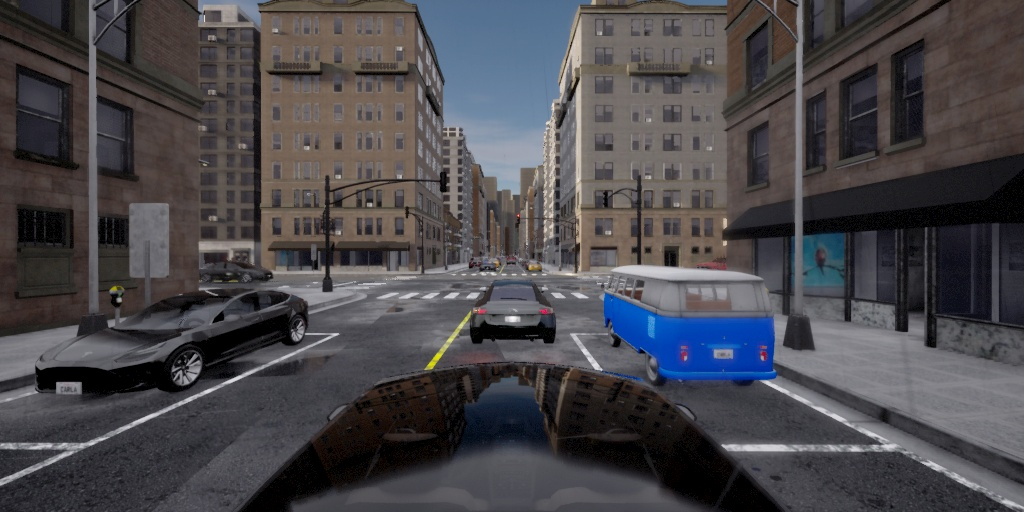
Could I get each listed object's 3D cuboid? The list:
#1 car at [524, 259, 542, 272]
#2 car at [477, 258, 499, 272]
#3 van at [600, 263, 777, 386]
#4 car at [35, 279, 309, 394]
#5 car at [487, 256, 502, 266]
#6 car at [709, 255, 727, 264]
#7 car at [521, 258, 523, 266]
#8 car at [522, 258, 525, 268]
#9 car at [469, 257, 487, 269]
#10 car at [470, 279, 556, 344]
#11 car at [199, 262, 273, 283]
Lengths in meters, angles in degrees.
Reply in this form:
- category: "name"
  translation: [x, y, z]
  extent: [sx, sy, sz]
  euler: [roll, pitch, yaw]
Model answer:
- category: "car"
  translation: [2.920, 1.266, 46.072]
  extent: [1.751, 1.417, 4.829]
  euler: [0, 0, 0]
- category: "car"
  translation: [-3.036, 1.305, 45.866]
  extent: [1.994, 1.385, 4.181]
  euler: [0, 0, -1]
- category: "van"
  translation: [2.883, 1.090, 6.712]
  extent: [1.690, 1.789, 3.998]
  euler: [0, 0, 0]
- category: "car"
  translation: [-5.642, 1.315, 6.756]
  extent: [1.948, 1.339, 4.313]
  euler: [0, 0, 0]
- category: "car"
  translation: [-3.118, 1.212, 58.769]
  extent: [1.882, 1.535, 5.008]
  euler: [0, 0, 0]
- category: "car"
  translation: [18.162, 0.961, 30.043]
  extent: [5.566, 2.045, 2.150]
  euler: [0, 0, 0]
- category: "car"
  translation: [2.838, 1.286, 56.954]
  extent: [2.007, 1.370, 4.403]
  euler: [0, 0, 0]
- category: "car"
  translation: [2.880, 1.178, 51.428]
  extent: [1.967, 1.591, 4.097]
  euler: [0, 0, 0]
- category: "car"
  translation: [-5.687, 1.050, 56.891]
  extent: [2.192, 1.841, 5.009]
  euler: [0, 0, 0]
- category: "car"
  translation: [0.044, 1.313, 9.636]
  extent: [1.994, 1.385, 4.181]
  euler: [0, 0, 1]
- category: "car"
  translation: [-20.298, 1.222, 26.383]
  extent: [4.892, 1.490, 1.837]
  euler: [0, 0, 0]
